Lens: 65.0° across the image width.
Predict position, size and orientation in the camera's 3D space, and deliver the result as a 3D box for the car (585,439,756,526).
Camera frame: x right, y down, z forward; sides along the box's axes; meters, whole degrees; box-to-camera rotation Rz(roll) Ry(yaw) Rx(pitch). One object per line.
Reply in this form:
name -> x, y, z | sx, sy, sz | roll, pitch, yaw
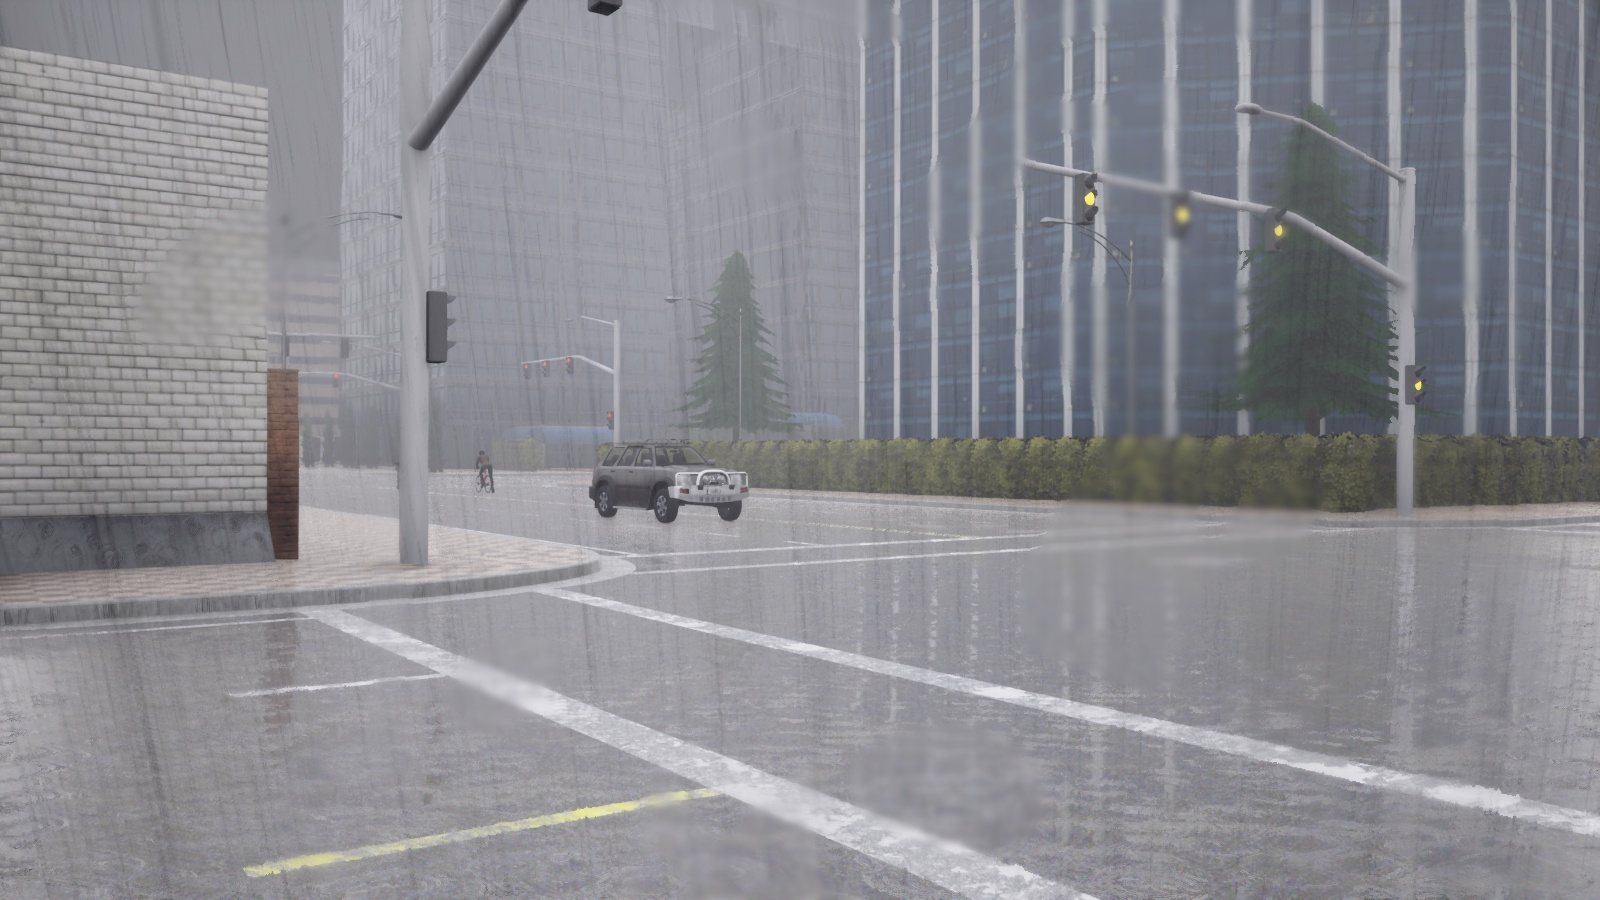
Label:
car -> -3.097, 0.695, 29.092 | 1.932, 1.855, 4.605 | 0, 0, -35
